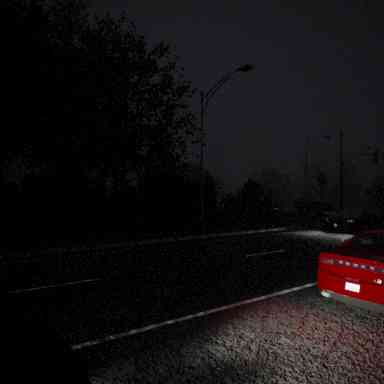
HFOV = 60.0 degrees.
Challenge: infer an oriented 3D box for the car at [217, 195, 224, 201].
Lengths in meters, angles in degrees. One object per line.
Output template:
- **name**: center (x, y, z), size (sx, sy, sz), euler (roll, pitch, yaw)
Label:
- **car**: center (3.917, 1.466, 56.638), size (1.812, 1.442, 4.674), euler (0, 1, -32)

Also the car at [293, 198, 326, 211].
- **car**: center (14.465, 1.489, 39.826), size (1.882, 1.535, 5.008), euler (0, 0, -33)

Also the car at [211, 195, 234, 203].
- **car**: center (6.106, 1.345, 66.659), size (2.128, 1.511, 4.902), euler (0, 1, -32)

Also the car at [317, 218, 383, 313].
- **car**: center (4.768, 1.480, 7.124), size (5.008, 1.535, 1.882), euler (0, 0, -35)

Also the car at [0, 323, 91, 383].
- **car**: center (-2.984, 1.491, 1.625), size (4.902, 1.511, 2.128), euler (0, 0, -35)

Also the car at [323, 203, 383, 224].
- **car**: center (9.711, 1.532, 19.457), size (4.674, 1.442, 1.812), euler (0, 0, -35)
